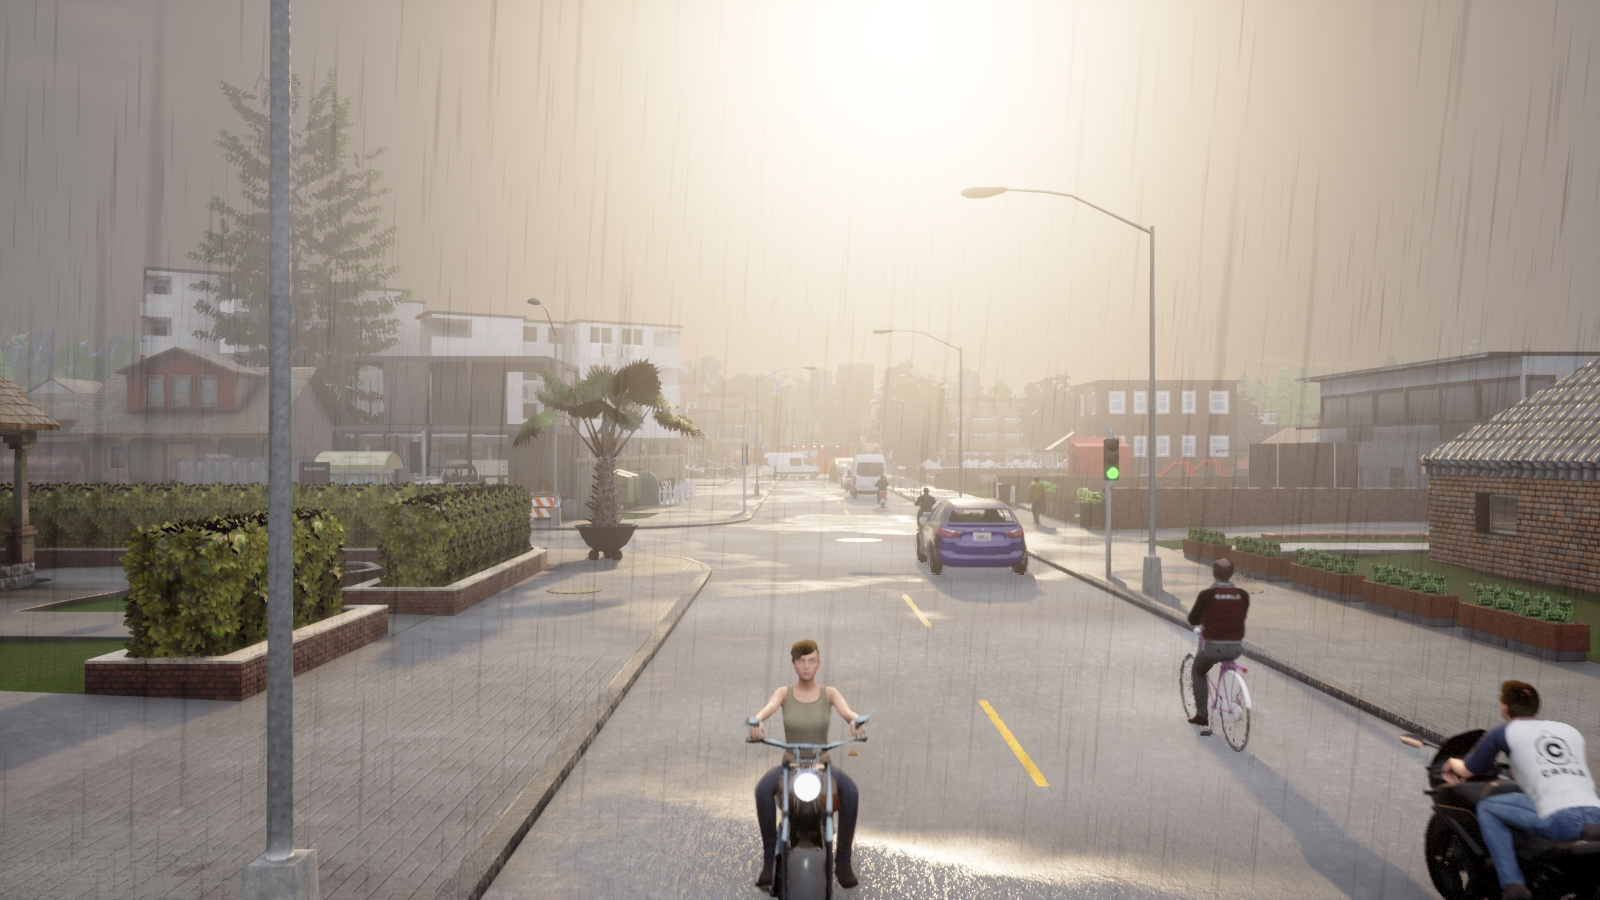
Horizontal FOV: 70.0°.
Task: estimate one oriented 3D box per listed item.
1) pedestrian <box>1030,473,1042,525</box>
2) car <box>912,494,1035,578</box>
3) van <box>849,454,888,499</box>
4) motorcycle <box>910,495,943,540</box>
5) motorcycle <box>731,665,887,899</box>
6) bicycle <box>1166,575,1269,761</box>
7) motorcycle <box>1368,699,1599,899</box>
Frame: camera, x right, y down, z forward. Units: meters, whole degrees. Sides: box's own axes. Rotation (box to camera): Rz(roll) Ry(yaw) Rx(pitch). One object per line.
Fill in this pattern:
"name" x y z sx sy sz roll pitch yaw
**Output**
"pedestrian" 8.434 1.744 40.812 0.375 1.860 0.375 0 0 8
"car" 4.030 1.967 27.357 2.242 1.667 4.611 0 0 0
"van" 4.028 1.534 68.032 1.988 2.561 5.915 0 0 0
"motorcycle" 4.027 2.142 36.624 0.856 1.316 1.805 0 0 0
"motorcycle" 0.049 2.155 6.796 0.764 1.307 2.356 0 0 0
"bicycle" 4.044 2.060 11.181 0.329 1.471 1.835 0 0 0
"motorcycle" 4.007 2.186 6.250 0.803 1.199 2.033 0 0 0
